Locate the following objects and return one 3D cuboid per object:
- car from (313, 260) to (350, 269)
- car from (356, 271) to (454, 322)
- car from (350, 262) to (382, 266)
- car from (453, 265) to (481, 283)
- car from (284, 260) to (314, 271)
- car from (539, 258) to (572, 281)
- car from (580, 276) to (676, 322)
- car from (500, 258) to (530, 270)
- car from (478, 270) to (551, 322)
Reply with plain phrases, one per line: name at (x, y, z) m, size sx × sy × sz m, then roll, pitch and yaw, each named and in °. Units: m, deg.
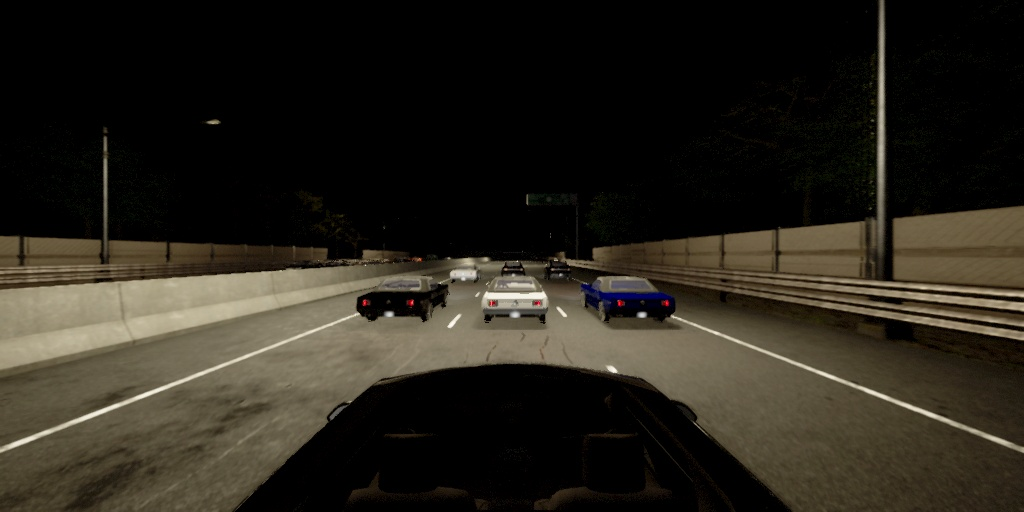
car at (-17.592, 1.247, 36.096) m, size 1.994 × 1.385 × 4.181 m, roll 0°, pitch 0°, yaw 0°
car at (-3.408, 1.331, 12.192) m, size 1.895 × 1.301 × 4.718 m, roll 0°, pitch 0°, yaw 0°
car at (-14.093, 1.247, 36.110) m, size 1.994 × 1.385 × 4.181 m, roll 0°, pitch 0°, yaw 0°
car at (-3.408, 1.301, 27.330) m, size 1.895 × 1.301 × 4.718 m, roll 0°, pitch 0°, yaw 0°
car at (-21.090, 1.173, 36.558) m, size 2.128 × 1.511 × 4.902 m, roll 0°, pitch 0°, yaw 0°
car at (3.593, 1.189, 28.807) m, size 2.128 × 1.511 × 4.902 m, roll 0°, pitch 0°, yaw 0°
car at (3.592, 1.332, 12.108) m, size 1.895 × 1.301 × 4.718 m, roll 0°, pitch 0°, yaw 0°
car at (0.093, 1.189, 28.822) m, size 2.128 × 1.511 × 4.902 m, roll 0°, pitch 0°, yaw 0°
car at (0.092, 1.331, 12.109) m, size 1.895 × 1.301 × 4.718 m, roll 0°, pitch 0°, yaw 0°
